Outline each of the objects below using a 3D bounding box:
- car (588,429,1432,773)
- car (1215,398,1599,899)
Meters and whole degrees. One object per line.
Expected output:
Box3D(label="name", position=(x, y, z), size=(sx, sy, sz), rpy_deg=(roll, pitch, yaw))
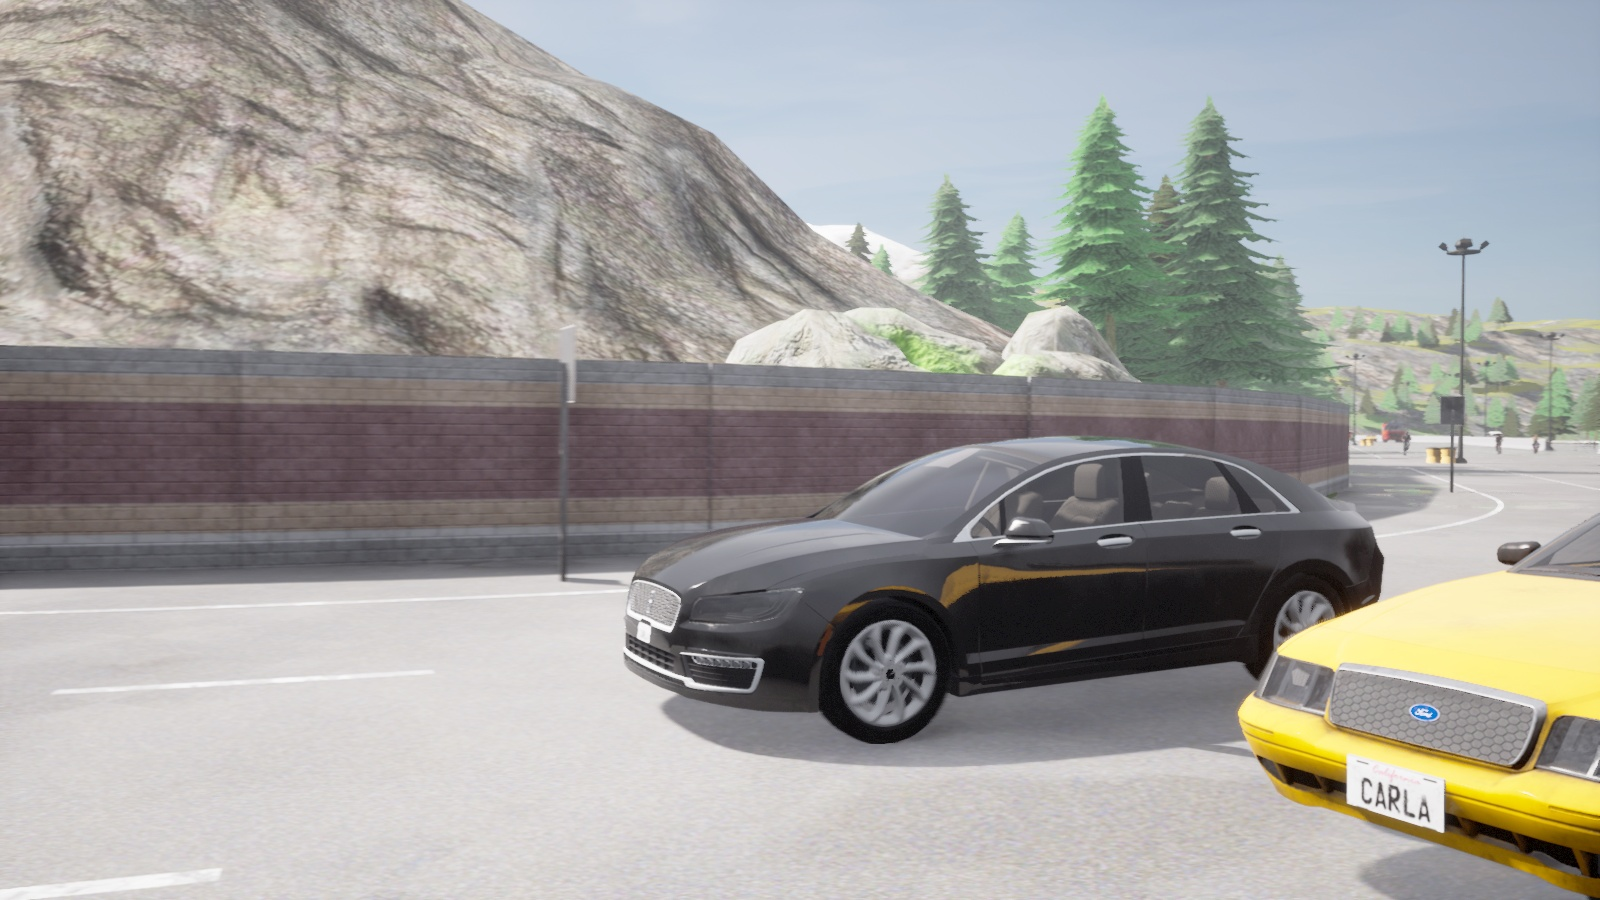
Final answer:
Box3D(label="car", position=(1.374, 0.660, 7.623), size=(4.892, 1.490, 1.837), rpy_deg=(-2, 1, -27))
Box3D(label="car", position=(4.344, 0.592, 5.165), size=(5.366, 1.575, 1.801), rpy_deg=(-1, 1, -28))
